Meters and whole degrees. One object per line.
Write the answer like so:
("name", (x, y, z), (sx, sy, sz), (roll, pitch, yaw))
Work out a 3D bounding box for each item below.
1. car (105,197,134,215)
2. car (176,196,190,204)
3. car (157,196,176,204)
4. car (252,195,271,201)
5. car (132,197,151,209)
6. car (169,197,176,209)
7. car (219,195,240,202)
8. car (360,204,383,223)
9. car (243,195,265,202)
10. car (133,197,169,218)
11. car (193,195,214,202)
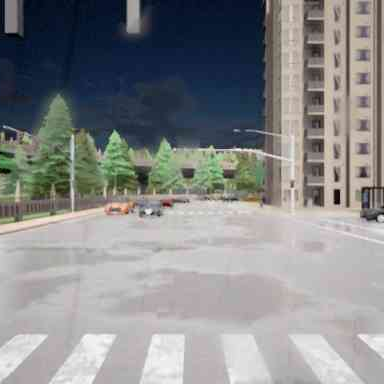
("car", (-7.096, 1.324, 32.818), (2.097, 1.767, 4.553), (0, 0, 0))
("car", (-1.899, 1.512, 62.259), (1.994, 1.385, 4.181), (0, 0, 17))
("car", (-4.900, 1.546, 64.642), (1.895, 1.301, 4.718), (0, 0, 18))
("car", (16.641, 1.485, 79.650), (4.181, 1.385, 1.994), (0, 0, -24))
("car", (-7.009, 1.462, 46.705), (1.837, 1.490, 4.892), (0, 1, 1))
("car", (-3.553, 1.562, 45.082), (1.895, 1.301, 4.718), (0, 0, 1))
("car", (8.544, 1.462, 73.790), (4.674, 1.442, 1.812), (0, 0, -42))
("car", (15.367, 1.539, 25.285), (4.892, 1.490, 1.837), (0, 0, 0))
("car", (13.557, 1.416, 73.601), (5.008, 1.535, 1.882), (0, 0, -37))
("car", (-3.600, 1.467, 29.977), (2.128, 1.511, 4.902), (0, 0, 0))
("car", (2.803, 1.430, 77.945), (2.128, 1.511, 4.902), (0, 0, 43))
